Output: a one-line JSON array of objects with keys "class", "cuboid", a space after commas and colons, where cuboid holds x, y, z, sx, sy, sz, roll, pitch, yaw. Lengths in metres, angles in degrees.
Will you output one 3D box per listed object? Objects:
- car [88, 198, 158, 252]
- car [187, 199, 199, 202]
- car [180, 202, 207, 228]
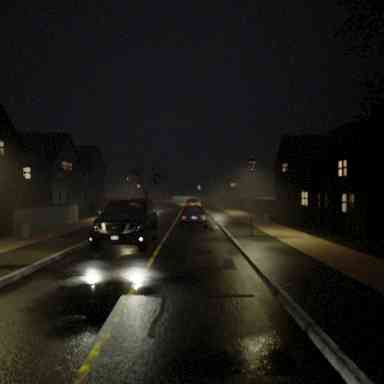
[{"class": "car", "cuboid": [-2.757, 1.303, 14.653, 2.150, 2.045, 5.566, 0, 0, 0]}, {"class": "car", "cuboid": [0.090, 1.600, 41.542, 2.097, 1.767, 4.553, 0, 0, 0]}, {"class": "car", "cuboid": [0.094, 1.688, 23.493, 2.033, 1.411, 5.357, 0, 0, 0]}]
